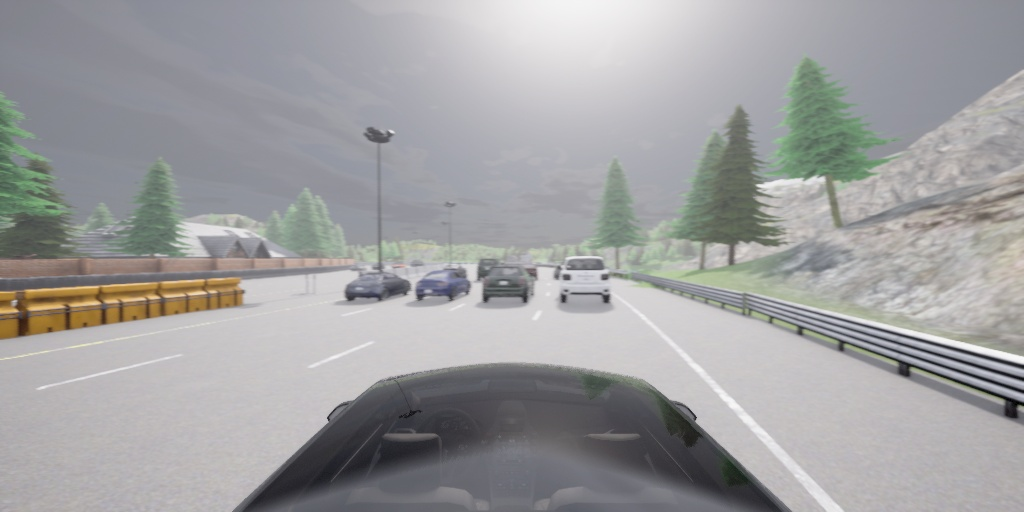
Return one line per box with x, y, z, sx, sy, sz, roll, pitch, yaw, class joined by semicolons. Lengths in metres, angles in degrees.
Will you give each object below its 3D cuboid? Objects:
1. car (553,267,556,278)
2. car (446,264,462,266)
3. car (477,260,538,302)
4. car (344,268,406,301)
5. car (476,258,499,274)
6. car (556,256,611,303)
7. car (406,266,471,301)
4.995;1.477;33.883;1.994;1.385;4.181;-1;0;3;car
-5.489;1.552;34.409;2.128;1.511;4.902;-1;0;3;car
-0.062;1.216;17.784;2.097;1.767;4.553;-1;-1;8;car
-6.956;1.533;19.027;1.994;1.385;4.181;-1;0;8;car
-2.009;1.226;33.966;2.150;2.045;5.566;-1;0;3;car
3.391;1.032;17.216;2.150;2.045;5.566;-1;0;8;car
-3.482;1.444;18.580;1.812;1.442;4.674;-1;0;8;car
